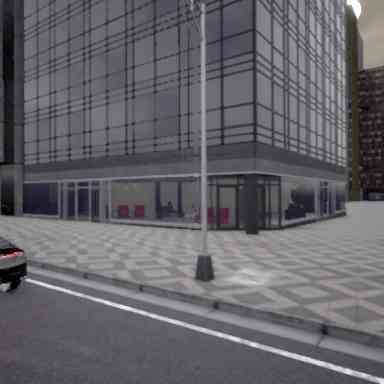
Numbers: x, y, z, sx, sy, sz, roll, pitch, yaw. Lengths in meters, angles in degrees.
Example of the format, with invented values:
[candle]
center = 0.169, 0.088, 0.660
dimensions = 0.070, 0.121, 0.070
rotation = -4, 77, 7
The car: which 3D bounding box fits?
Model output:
[car]
center = -5.771, 1.516, 7.772
dimensions = 4.902, 1.511, 2.128
rotation = 0, 0, 36
